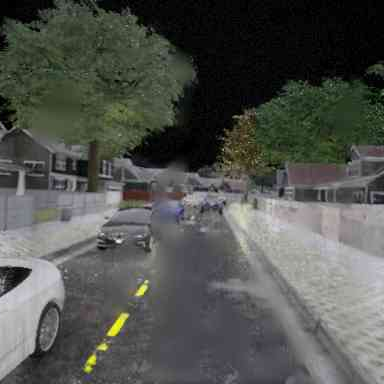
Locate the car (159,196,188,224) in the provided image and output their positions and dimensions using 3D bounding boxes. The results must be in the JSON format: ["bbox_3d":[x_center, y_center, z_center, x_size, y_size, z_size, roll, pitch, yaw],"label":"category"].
[{"bbox_3d":[-1.598,1.258,23.312,1.882,1.535,5.008,3,0,3],"label":"car"}]

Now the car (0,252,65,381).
[{"bbox_3d":[-2.796,1.380,3.116,1.812,1.442,4.674,3,0,2],"label":"car"}]

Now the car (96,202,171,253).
[{"bbox_3d":[-2.201,1.324,13.091,1.837,1.490,4.892,3,0,3],"label":"car"}]

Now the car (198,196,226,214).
[{"bbox_3d":[2.079,1.222,34.416,2.097,1.767,4.553,3,0,4],"label":"car"}]

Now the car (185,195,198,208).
[{"bbox_3d":[-0.242,1.053,40.775,1.812,1.442,4.674,3,0,6],"label":"car"}]
